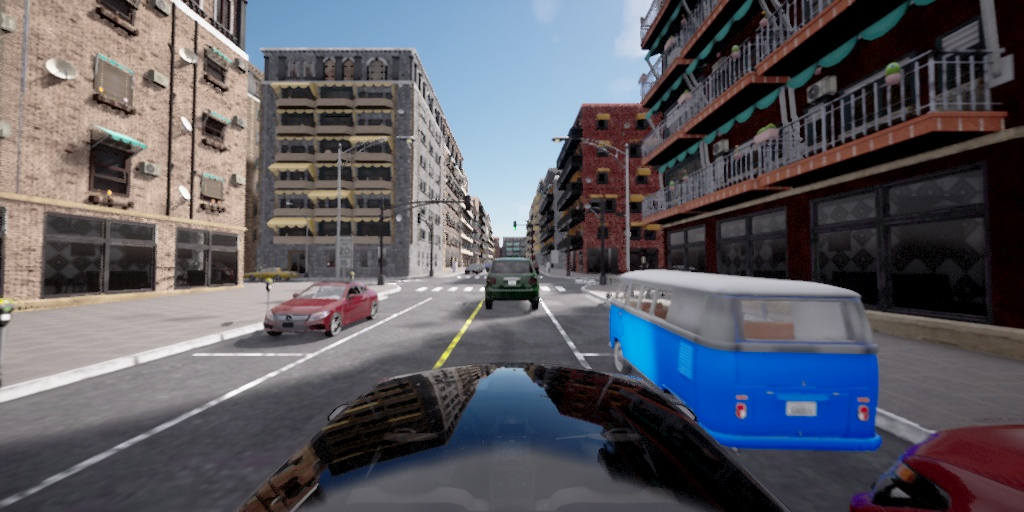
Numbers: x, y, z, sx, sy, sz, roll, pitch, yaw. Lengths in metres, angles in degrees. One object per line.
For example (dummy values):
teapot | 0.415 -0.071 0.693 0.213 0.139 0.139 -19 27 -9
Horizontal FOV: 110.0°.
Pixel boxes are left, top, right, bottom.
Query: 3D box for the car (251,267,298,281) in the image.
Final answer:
car | -24.434 1.774 36.389 4.829 1.417 1.751 0 0 0

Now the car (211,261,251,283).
car | -24.283 1.322 28.511 5.009 1.841 2.192 0 0 0

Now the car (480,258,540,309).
car | 0.004 1.106 15.877 2.150 2.045 5.566 0 0 0

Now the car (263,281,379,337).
car | -5.312 1.419 10.584 1.802 1.307 4.207 0 0 0

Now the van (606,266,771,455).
van | 2.534 1.122 4.996 1.690 1.789 3.998 0 0 0

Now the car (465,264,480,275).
car | -5.302 1.783 48.662 1.948 1.339 4.313 0 0 0
